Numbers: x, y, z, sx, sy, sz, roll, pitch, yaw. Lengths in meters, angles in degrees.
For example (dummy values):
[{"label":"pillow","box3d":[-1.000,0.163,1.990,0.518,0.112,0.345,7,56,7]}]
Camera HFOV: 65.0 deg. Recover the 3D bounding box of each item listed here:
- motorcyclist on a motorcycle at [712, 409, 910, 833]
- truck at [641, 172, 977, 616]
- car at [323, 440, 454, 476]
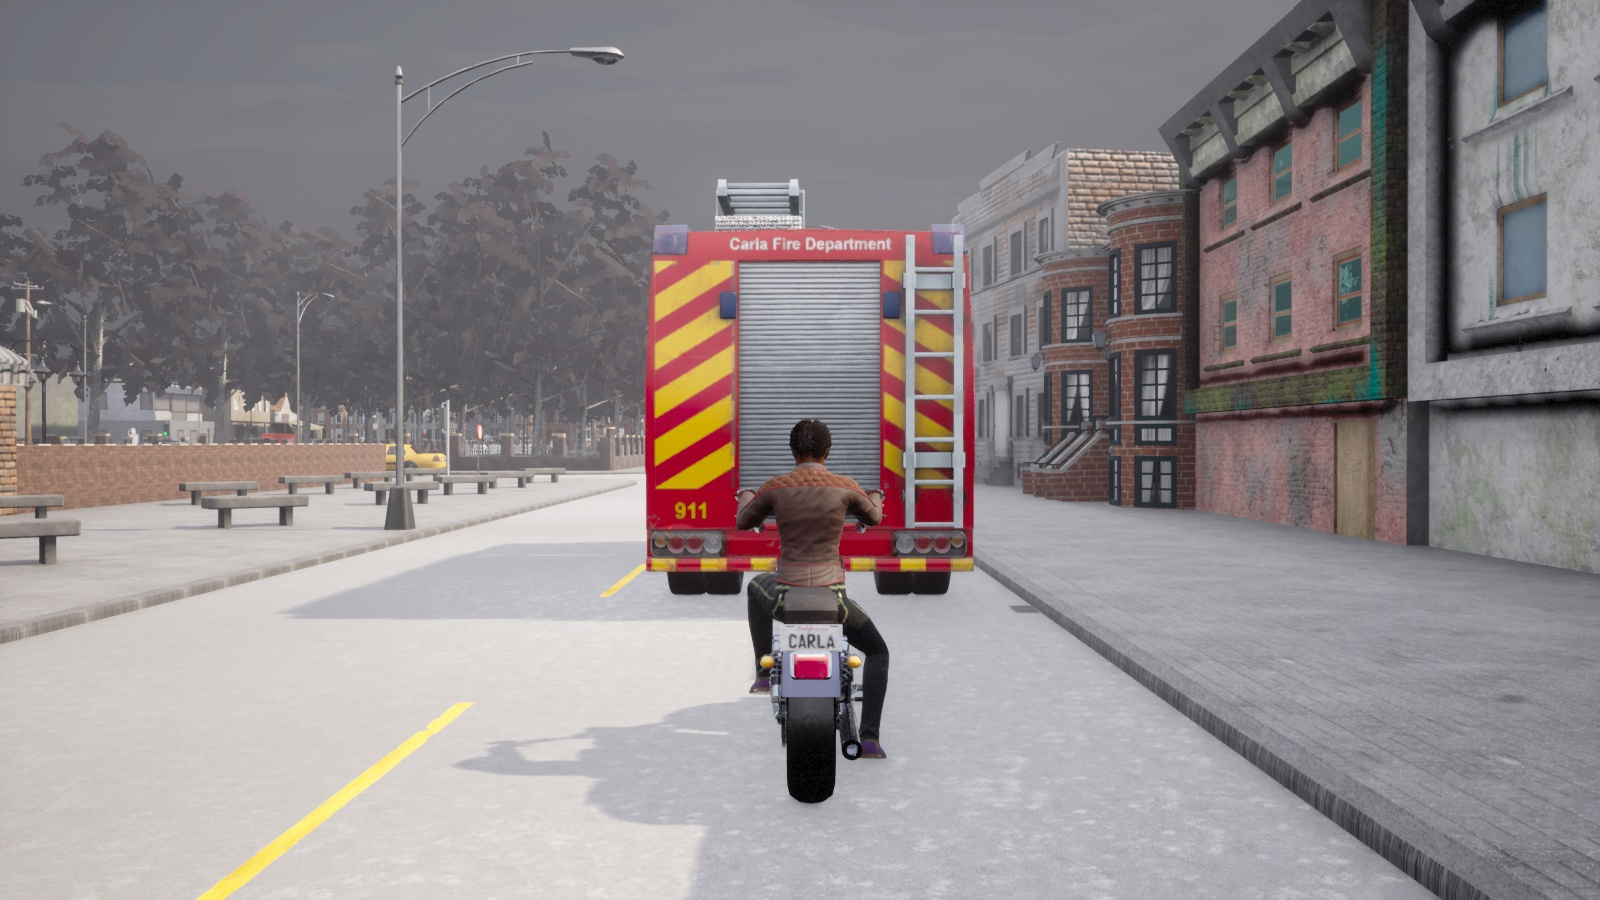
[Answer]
[{"label":"motorcyclist on a motorcycle","box3d":[0.049,0.663,6.065,0.766,1.649,2.350,0,0,0]},{"label":"truck","box3d":[0.100,-0.503,15.063,2.891,3.827,8.468,0,0,0]},{"label":"car","box3d":[-18.591,0.349,56.923,5.366,1.575,1.801,0,0,-2]}]
